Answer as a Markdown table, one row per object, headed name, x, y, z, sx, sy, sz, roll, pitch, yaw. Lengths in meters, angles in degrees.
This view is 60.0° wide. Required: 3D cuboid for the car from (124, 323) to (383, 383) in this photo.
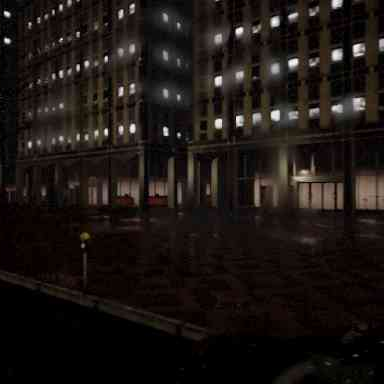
| name | x | y | z | sx | sy | sz | roll | pitch | yaw |
| --- | --- | --- | --- | --- | --- | --- | --- | --- | --- |
| car | 1.334 | 1.566 | 1.924 | 4.313 | 1.339 | 1.947 | 0 | 0 | 35 |
